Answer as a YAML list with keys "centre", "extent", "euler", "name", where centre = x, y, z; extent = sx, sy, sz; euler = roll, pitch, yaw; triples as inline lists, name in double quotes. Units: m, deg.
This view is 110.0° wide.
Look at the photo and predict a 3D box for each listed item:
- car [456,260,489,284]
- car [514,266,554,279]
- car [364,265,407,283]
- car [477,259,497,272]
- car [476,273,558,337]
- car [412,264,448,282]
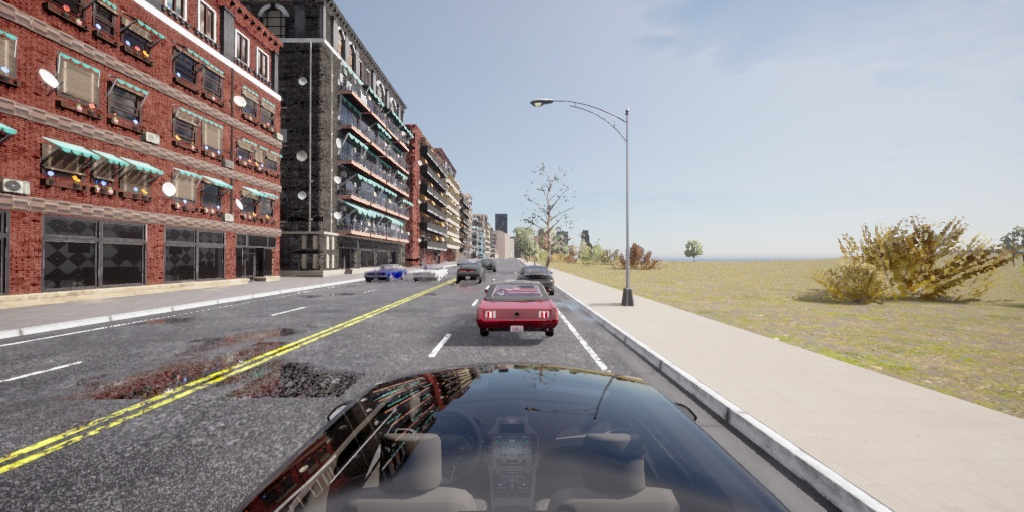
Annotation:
- centre: [-3.053, 1.256, 27.325]
  extent: [1.837, 1.490, 4.892]
  euler: [0, 0, 0]
  name: "car"
- centre: [1.204, 1.257, 19.505]
  extent: [1.837, 1.490, 4.892]
  euler: [0, 0, 0]
  name: "car"
- centre: [-9.751, 1.353, 27.911]
  extent: [1.895, 1.301, 4.718]
  euler: [0, 0, 0]
  name: "car"
- centre: [-2.986, 1.103, 44.935]
  extent: [2.097, 1.767, 4.553]
  euler: [0, 0, 0]
  name: "car"
- centre: [0.131, 1.352, 10.305]
  extent: [1.895, 1.301, 4.718]
  euler: [0, 0, 0]
  name: "car"
- centre: [-6.497, 1.353, 28.718]
  extent: [1.895, 1.301, 4.718]
  euler: [0, 0, 0]
  name: "car"
